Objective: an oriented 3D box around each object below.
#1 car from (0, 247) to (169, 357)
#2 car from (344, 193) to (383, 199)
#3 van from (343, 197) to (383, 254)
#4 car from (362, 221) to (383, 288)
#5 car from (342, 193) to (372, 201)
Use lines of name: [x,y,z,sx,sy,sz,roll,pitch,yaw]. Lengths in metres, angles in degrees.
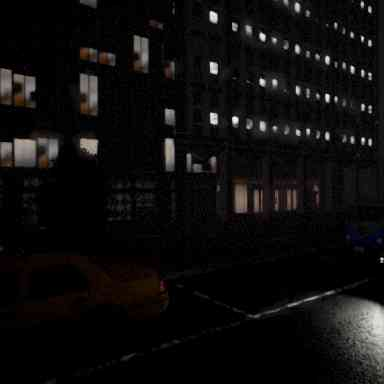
car: [-2.664,1.519,4.652,4.829,1.417,1.752,-1,1,-35]
car: [24.293,0.814,47.597,2.008,1.369,4.403,0,0,-34]
van: [6.800,1.187,11.275,3.998,1.788,1.690,-1,1,-35]
car: [6.076,1.407,7.613,4.674,1.442,1.812,-1,1,-35]
car: [28.127,0.757,56.879,1.802,1.307,4.206,0,0,-34]
